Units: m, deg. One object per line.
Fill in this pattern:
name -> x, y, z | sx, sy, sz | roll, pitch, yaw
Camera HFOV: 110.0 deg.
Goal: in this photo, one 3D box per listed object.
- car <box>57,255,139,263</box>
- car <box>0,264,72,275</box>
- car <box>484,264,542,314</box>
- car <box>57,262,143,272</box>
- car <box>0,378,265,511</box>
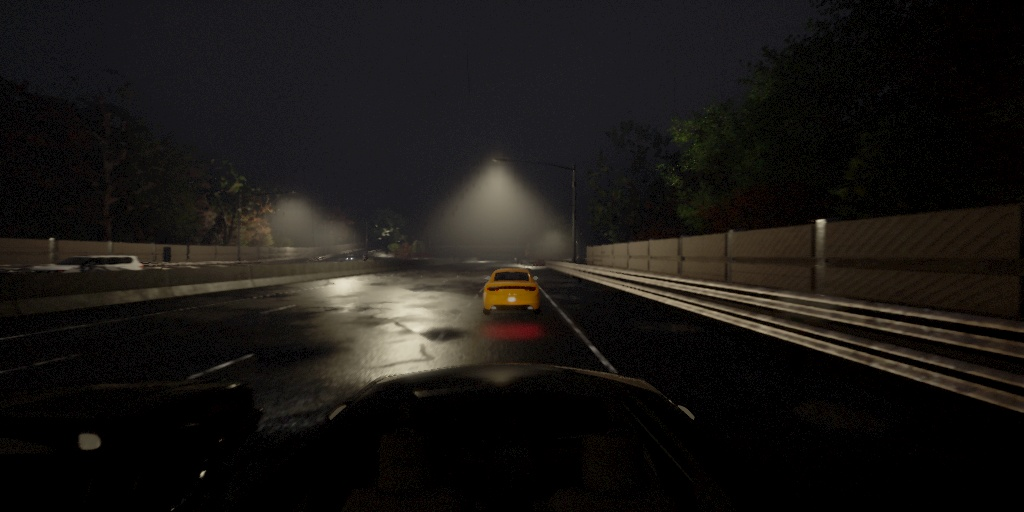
car -> -28.092, 0.961, 23.894 | 2.150, 2.045, 5.566 | 0, 0, 0
car -> -21.090, 1.234, 13.754 | 2.128, 1.511, 4.902 | 0, 0, 0
car -> -0.001, 1.220, 13.813 | 1.882, 1.535, 5.008 | 0, 0, 0
car -> -24.597, 1.287, 20.974 | 2.033, 1.411, 5.357 | 0, 0, 0
car -> -3.401, 1.298, 1.093 | 2.033, 1.411, 5.357 | 0, 0, 0
